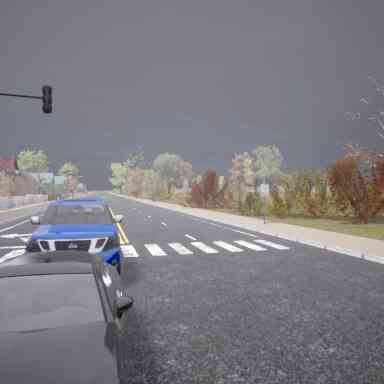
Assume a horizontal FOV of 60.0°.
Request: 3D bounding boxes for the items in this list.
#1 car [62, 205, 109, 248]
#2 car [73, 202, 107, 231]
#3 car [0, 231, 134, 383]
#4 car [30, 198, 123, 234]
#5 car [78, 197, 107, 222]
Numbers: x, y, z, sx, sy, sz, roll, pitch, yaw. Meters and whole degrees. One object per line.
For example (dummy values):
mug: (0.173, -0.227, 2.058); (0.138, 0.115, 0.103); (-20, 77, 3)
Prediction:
car: (-5.025, 1.499, 16.052); (1.837, 1.490, 4.892); (0, 0, -15)
car: (-6.600, 1.468, 21.795); (1.882, 1.535, 5.008); (0, 0, -15)
car: (-1.713, 1.524, 3.895); (1.812, 1.442, 4.674); (0, 0, -13)
car: (-3.360, 1.218, 9.982); (2.150, 2.045, 5.566); (0, 0, -15)
car: (-8.167, 1.338, 27.527); (2.097, 1.767, 4.553); (0, 0, -15)
